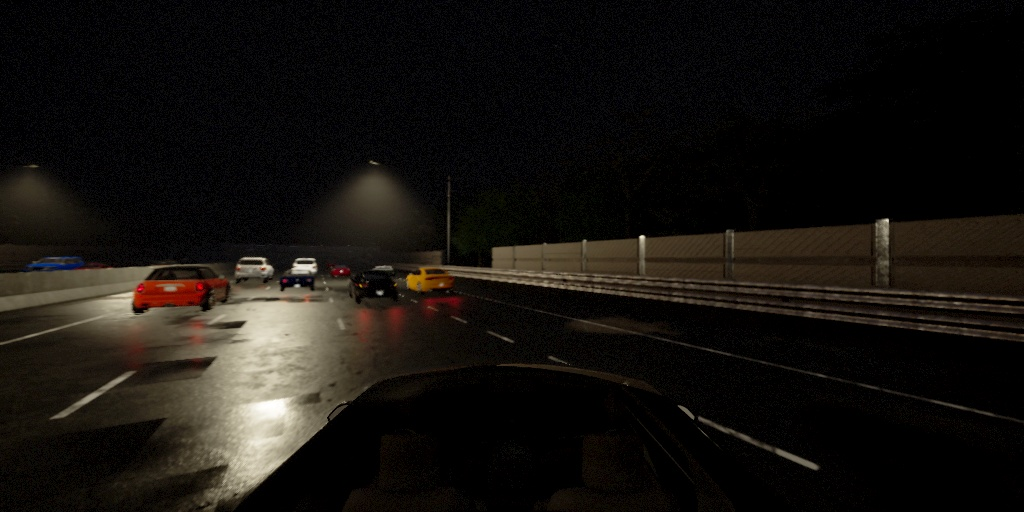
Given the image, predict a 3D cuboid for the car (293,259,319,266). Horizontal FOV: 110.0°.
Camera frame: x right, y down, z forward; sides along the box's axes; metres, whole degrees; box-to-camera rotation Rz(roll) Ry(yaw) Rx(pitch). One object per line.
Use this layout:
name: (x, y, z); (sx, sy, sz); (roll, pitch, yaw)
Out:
car: (-21.577, 1.282, 37.509); (2.150, 2.045, 5.566); (1, -1, -28)

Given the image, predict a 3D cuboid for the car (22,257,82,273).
car: (-44.246, 1.112, 34.860); (2.150, 2.045, 5.566); (1, 0, -28)

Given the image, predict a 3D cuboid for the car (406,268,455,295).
car: (-5.047, 1.447, 21.787); (1.882, 1.535, 5.008); (1, -1, -29)

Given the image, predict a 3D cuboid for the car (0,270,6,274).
car: (-45.696, 1.431, 30.167); (1.895, 1.301, 4.718); (1, -1, -28)

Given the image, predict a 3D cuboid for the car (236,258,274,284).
car: (-21.678, 1.197, 30.344); (2.150, 2.045, 5.566); (1, -1, -29)

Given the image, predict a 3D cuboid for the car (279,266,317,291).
car: (-14.062, 1.541, 23.675); (1.895, 1.301, 4.718); (1, -1, -29)

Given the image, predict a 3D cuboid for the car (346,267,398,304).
car: (-6.841, 1.434, 17.568); (1.812, 1.442, 4.674); (1, -1, -29)

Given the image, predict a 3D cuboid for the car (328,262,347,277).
car: (-19.557, 1.674, 40.890); (1.994, 1.385, 4.181); (1, -1, -28)

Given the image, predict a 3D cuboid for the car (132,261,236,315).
car: (-12.969, 1.187, 14.405); (2.097, 1.767, 4.553); (1, -1, -29)

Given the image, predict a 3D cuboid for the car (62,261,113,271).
car: (-39.929, 1.438, 34.222); (1.812, 1.442, 4.674); (1, -1, -28)
